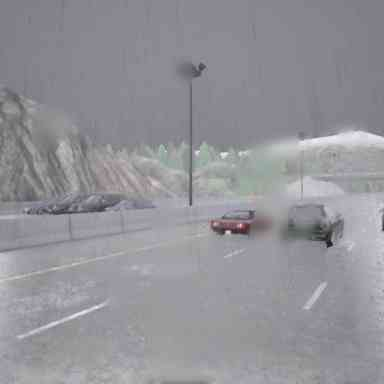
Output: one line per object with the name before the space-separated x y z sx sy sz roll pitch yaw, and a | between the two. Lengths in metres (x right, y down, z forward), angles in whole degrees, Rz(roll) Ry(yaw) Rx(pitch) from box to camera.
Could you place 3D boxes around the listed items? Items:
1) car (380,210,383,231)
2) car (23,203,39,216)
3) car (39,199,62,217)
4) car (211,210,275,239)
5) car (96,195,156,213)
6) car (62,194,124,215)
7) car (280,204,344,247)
car | 12.525 1.487 19.966 1.837 1.490 4.892 0 0 31
car | -13.436 1.462 31.514 2.128 1.511 4.902 0 0 31
car | -10.339 1.194 29.873 2.150 2.045 5.566 0 0 31
car | 2.846 1.585 17.465 1.895 1.301 4.718 0 0 31
car | -4.726 1.328 25.624 2.097 1.767 4.553 0 0 31
car | -7.550 1.196 27.722 2.150 2.045 5.566 0 0 31
car | 5.678 1.338 15.394 2.097 1.767 4.553 0 0 31
